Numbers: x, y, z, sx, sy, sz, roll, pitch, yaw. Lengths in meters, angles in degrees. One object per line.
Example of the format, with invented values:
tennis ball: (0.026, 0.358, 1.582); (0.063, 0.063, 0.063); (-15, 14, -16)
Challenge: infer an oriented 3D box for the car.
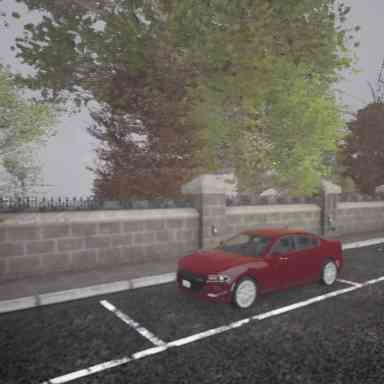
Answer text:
car: (1.728, 1.541, 7.790); (4.507, 1.381, 1.887); (0, 0, -35)
